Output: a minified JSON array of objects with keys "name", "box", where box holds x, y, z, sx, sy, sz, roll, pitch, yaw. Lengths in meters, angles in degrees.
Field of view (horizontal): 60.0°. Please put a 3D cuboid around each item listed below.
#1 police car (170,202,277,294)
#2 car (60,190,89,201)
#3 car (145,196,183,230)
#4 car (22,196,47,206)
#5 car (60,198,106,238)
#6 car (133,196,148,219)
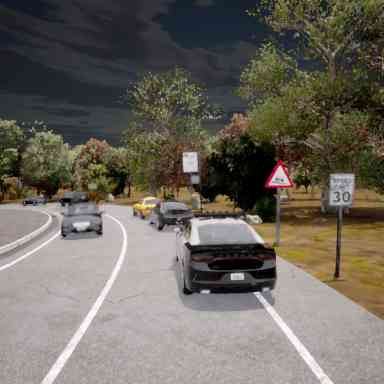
[{"name":"police car","box":[0.581,1.309,8.694,1.930,1.638,5.238,-1,1,-6]},{"name":"car","box":[-15.433,0.862,43.655,2.150,2.045,5.566,-5,3,-41]},{"name":"car","box":[-1.264,1.215,18.863,1.837,1.490,4.892,-2,1,-15]},{"name":"car","box":[-25.162,1.393,53.043,4.902,1.511,2.128,-2,3,34]},{"name":"car","box":[-5.468,1.326,16.898,2.128,1.511,4.902,-1,1,-15]},{"name":"car","box":[-3.230,1.076,25.015,1.801,1.575,5.366,-2,1,-20]}]
